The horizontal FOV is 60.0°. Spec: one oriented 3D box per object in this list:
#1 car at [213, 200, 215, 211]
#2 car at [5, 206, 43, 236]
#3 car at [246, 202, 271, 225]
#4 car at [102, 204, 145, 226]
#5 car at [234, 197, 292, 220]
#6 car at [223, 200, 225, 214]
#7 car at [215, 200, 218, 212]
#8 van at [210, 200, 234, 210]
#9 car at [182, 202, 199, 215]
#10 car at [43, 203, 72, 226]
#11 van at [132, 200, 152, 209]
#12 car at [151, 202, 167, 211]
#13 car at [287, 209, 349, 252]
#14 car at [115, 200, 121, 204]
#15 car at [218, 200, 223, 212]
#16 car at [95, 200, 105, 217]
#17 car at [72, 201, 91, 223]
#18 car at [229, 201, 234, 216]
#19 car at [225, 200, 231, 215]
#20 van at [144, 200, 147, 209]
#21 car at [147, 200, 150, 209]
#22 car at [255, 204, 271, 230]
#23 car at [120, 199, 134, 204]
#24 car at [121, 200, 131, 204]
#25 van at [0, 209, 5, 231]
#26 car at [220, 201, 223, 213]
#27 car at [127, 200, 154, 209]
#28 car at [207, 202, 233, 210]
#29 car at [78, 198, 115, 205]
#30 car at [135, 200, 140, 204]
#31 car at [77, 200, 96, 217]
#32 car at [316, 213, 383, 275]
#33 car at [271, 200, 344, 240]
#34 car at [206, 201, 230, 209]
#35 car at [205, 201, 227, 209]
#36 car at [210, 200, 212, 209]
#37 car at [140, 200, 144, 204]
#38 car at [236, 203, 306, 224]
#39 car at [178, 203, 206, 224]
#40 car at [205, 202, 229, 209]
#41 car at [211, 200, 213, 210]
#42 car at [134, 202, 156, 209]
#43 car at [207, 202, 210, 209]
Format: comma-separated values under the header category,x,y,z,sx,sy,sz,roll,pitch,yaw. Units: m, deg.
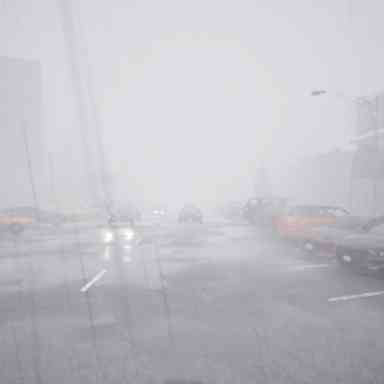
category,x,y,z,sx,sy,sz,roll,pitch,yaw
car,6.056,2.230,47.711,4.892,1.521,2.231,1,-2,-21
car,-11.284,1.606,18.164,5.366,1.575,1.946,-1,-1,-20
car,6.332,1.621,21.313,4.892,1.521,2.231,1,-1,-20
car,-5.143,1.824,25.646,1.895,1.301,4.718,0,-1,0
car,6.346,1.416,24.263,5.566,2.045,2.435,1,-1,-20
car,6.181,1.778,35.975,4.553,1.767,2.185,1,-2,-21
car,6.098,2.142,44.775,5.008,1.535,2.097,1,-2,-21
van,5.888,2.524,65.364,4.442,1.987,1.878,1,-2,-21
car,-0.236,2.153,44.204,2.128,1.511,4.902,0,-2,0
car,-11.469,1.728,24.093,4.792,1.488,2.163,0,-1,-20
van,-11.684,2.956,78.026,4.442,1.987,1.878,0,-2,-19
car,-5.496,2.580,58.450,2.128,1.511,4.902,0,-2,0
car,6.358,1.553,12.493,4.792,1.488,2.163,1,0,-20
car,-11.464,2.022,39.102,5.366,1.575,1.946,0,-2,-20
car,6.113,1.933,41.839,4.553,1.767,2.185,1,-2,-21
car,-11.749,1.873,32.989,5.366,1.575,1.946,0,-1,-21
car,-11.347,1.745,27.136,5.366,1.575,1.946,0,-1,-20
car,6.274,1.774,30.111,5.008,1.535,2.097,1,-1,-20
car,6.233,1.834,33.042,5.008,1.535,2.097,1,-2,-20
van,-11.831,2.599,66.027,4.442,1.987,1.878,0,-2,-19
car,-11.656,2.788,69.077,4.553,1.767,2.185,0,-2,-19
car,6.350,1.584,18.375,4.892,1.521,2.231,1,-1,-20
car,-11.777,2.036,48.014,5.566,2.045,2.435,0,-2,-21
car,-11.538,2.194,45.092,5.366,1.575,1.946,0,-2,-21
van,-11.335,1.347,15.150,4.442,1.987,1.878,-1,-1,-20
car,6.181,2.018,38.902,4.674,1.452,2.002,1,-1,-21
car,-11.587,2.841,75.085,5.566,2.045,2.435,0,-2,-19
car,5.726,2.833,68.255,5.008,1.535,2.097,1,-2,-21
car,-11.633,1.697,36.039,5.566,2.045,2.435,0,-1,-20
car,-11.813,2.215,54.030,5.566,2.045,2.435,0,-2,-20
car,-11.719,1.809,29.997,5.366,1.575,1.946,0,-1,-20
car,6.403,1.502,9.576,5.008,1.535,2.097,1,0,-20
car,6.342,1.423,15.438,4.553,1.767,2.185,1,-1,-20
car,5.630,2.794,71.200,4.553,1.767,2.185,1,-2,-21
car,5.507,2.968,77.097,4.553,1.767,2.185,1,-2,-21
car,5.986,2.401,53.576,5.008,1.535,2.097,1,-2,-21
car,-11.777,2.647,60.056,4.892,1.521,2.231,0,-2,-20
car,6.467,1.715,27.240,5.366,1.575,1.946,1,-1,-20
car,-0.106,1.851,27.245,1.895,1.301,4.718,0,-1,0
car,5.624,3.037,74.164,4.792,1.488,2.163,1,-2,-21
car,6.017,2.316,50.642,4.892,1.521,2.231,1,-2,-21
car,-11.529,3.270,81.057,5.008,1.535,2.097,0,-2,-19
car,5.889,2.574,59.445,5.008,1.535,2.097,1,-2,-21
